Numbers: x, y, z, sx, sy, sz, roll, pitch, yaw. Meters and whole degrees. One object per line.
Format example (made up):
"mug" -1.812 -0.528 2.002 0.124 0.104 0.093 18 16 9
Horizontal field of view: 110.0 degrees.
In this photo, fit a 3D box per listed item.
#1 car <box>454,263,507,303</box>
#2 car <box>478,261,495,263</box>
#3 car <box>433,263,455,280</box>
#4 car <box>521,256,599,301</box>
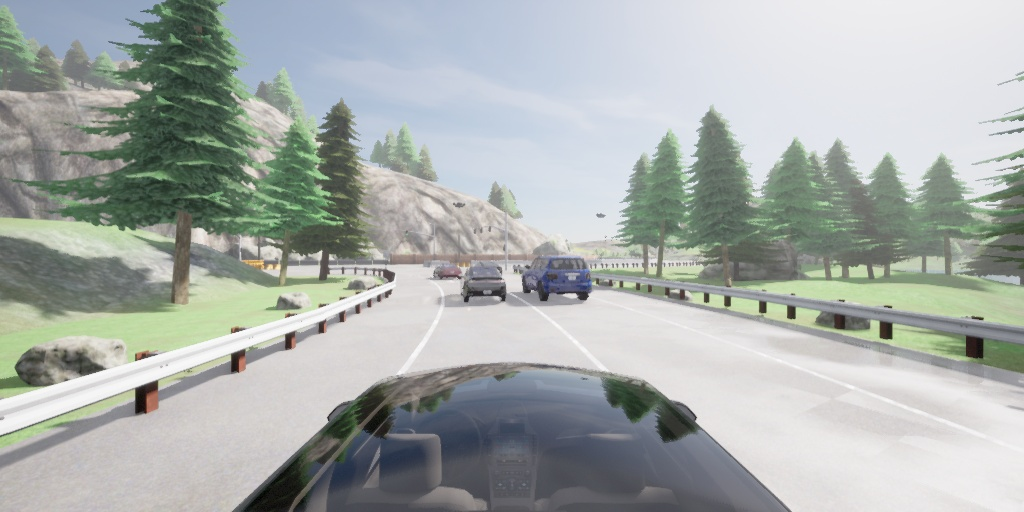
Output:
"car" -1.435 1.244 16.782 2.128 1.511 4.902 0 0 -11
"car" -2.417 1.234 32.766 1.882 1.535 5.008 0 0 -21
"car" -5.675 1.321 31.487 1.994 1.385 4.181 0 0 -21
"car" 1.998 1.007 17.463 2.150 2.045 5.566 0 0 -11
